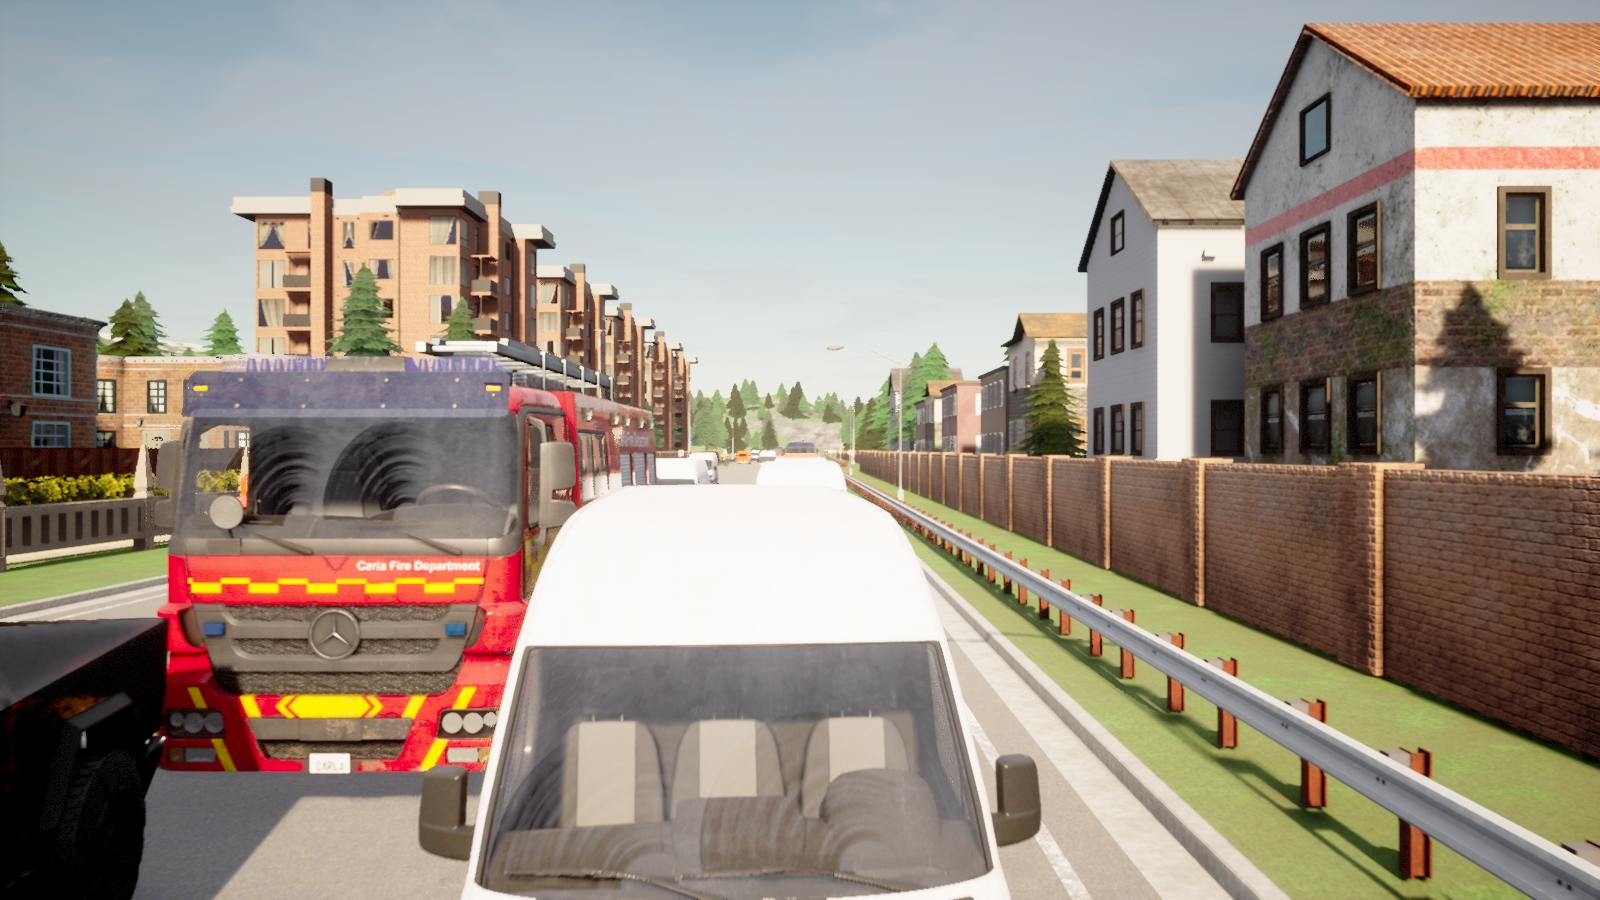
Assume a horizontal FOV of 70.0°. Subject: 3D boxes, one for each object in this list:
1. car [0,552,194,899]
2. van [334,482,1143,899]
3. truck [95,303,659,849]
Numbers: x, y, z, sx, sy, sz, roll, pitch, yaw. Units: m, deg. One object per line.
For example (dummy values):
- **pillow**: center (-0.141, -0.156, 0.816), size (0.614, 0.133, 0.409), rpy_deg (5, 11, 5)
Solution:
- **car**: center (-4.720, 1.749, 4.483), size (2.390, 2.098, 6.274), rpy_deg (0, 0, -11)
- **van**: center (-0.343, 1.529, 5.765), size (1.988, 2.561, 5.915), rpy_deg (0, 0, -4)
- **truck**: center (-3.485, 0.881, 12.240), size (2.891, 3.827, 8.468), rpy_deg (0, 0, 0)
